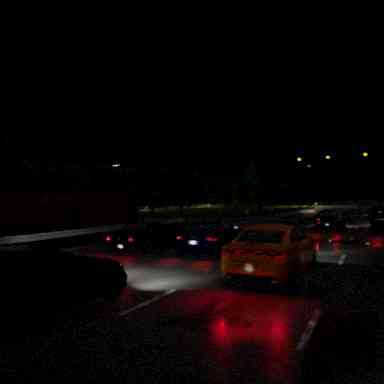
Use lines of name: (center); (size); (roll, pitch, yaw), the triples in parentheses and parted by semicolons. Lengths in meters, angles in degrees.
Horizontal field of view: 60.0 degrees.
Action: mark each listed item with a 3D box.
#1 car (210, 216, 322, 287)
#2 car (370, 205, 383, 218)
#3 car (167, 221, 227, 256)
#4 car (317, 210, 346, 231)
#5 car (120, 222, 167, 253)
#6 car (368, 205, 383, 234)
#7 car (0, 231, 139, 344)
car: (2.553, 1.724, 10.241); (1.882, 1.535, 5.008); (-2, -2, 28)
car: (22.246, 2.236, 39.420); (1.994, 1.385, 4.181); (-2, -2, 28)
car: (0.993, 1.966, 14.716); (1.994, 1.385, 4.181); (-2, -2, 28)
car: (10.145, 2.015, 24.339); (1.812, 1.442, 4.674); (-2, -2, 28)
car: (-2.058, 2.110, 16.427); (1.895, 1.301, 4.718); (-2, -2, 28)
car: (12.644, 1.858, 21.621); (2.128, 1.511, 4.902); (-2, -2, 28)
car: (-3.306, 1.790, 6.742); (1.812, 1.442, 4.674); (-2, -2, 28)
